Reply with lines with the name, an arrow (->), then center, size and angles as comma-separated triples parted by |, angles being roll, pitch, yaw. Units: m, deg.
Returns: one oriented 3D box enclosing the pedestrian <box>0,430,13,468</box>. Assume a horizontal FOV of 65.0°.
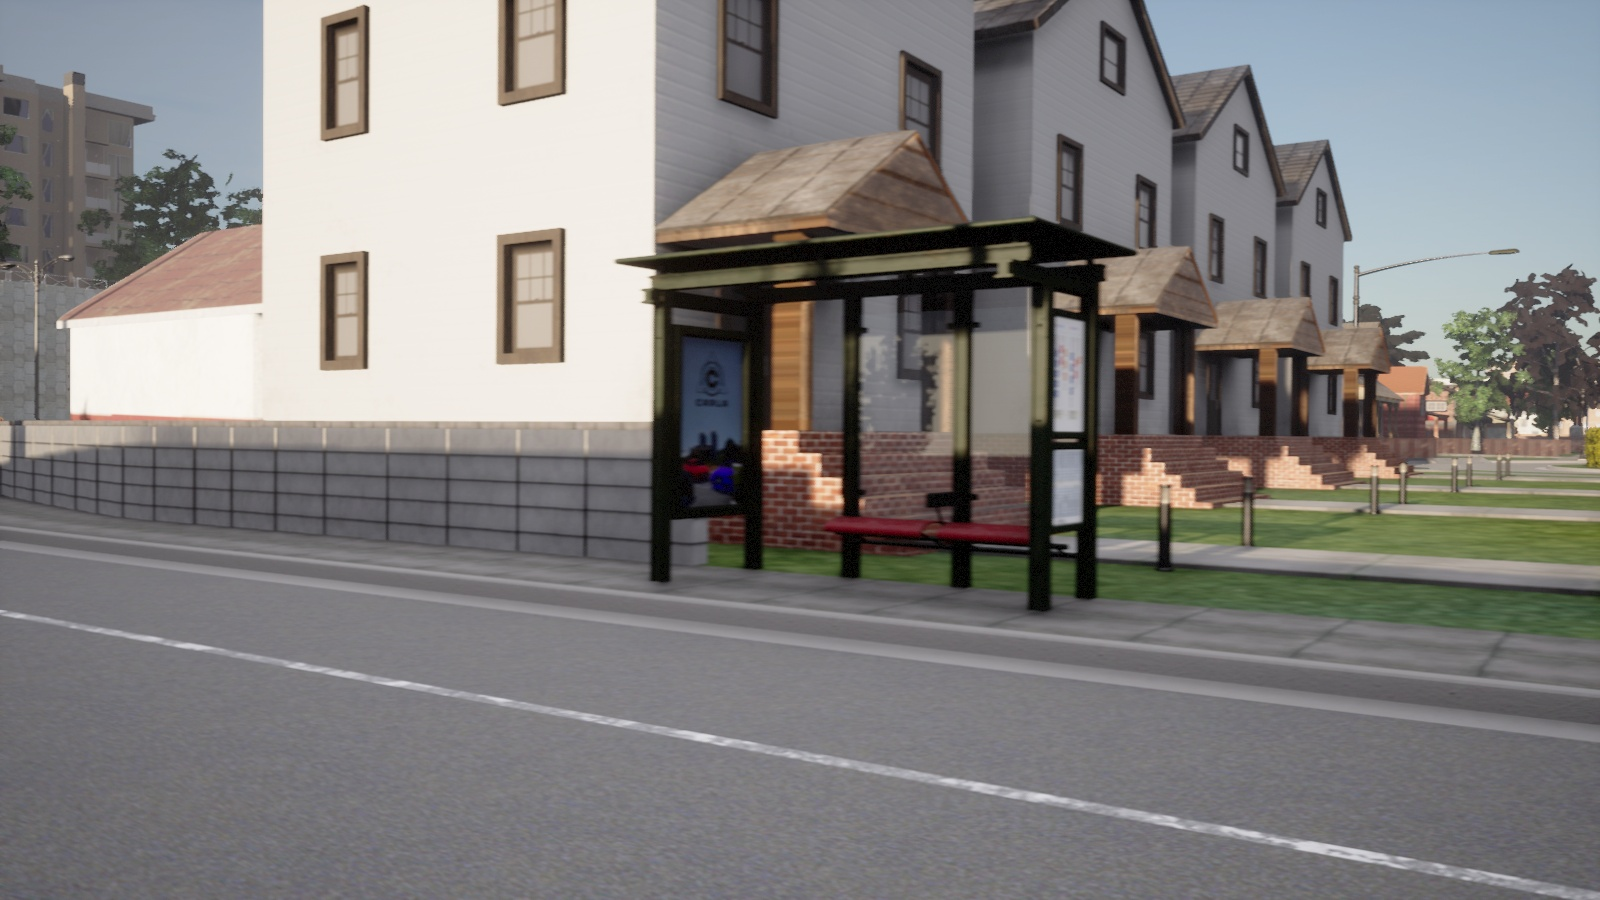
pedestrian -> -39.100, -0.056, 61.646 | 0.354, 1.836, 0.706 | 0, 1, 32
